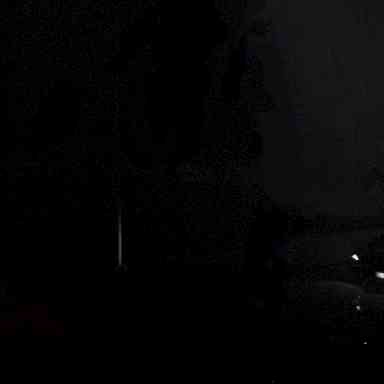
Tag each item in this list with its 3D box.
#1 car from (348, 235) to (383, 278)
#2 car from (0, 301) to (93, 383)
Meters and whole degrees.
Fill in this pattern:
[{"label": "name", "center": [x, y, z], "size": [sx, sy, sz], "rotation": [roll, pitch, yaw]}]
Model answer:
[{"label": "car", "center": [6.566, 1.541, 9.237], "size": [5.357, 1.411, 2.033], "rotation": [0, 0, -35]}, {"label": "car", "center": [-3.284, 1.602, 2.258], "size": [4.718, 1.301, 1.895], "rotation": [0, 0, -35]}]
